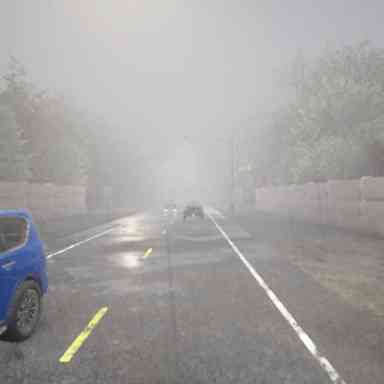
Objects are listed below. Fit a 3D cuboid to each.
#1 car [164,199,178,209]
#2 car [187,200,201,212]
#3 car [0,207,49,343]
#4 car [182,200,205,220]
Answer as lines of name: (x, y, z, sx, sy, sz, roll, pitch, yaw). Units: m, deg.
car: (-3.339, 1.904, 52.989, 1.837, 1.490, 4.892, 0, 0, 1)
car: (0.254, 1.857, 45.247, 1.837, 1.490, 4.892, 0, 0, 1)
car: (-3.589, 1.248, 3.628, 2.150, 2.045, 5.566, 0, 0, 0)
car: (0.140, 1.748, 30.777, 1.837, 1.490, 4.892, 0, -1, 1)
